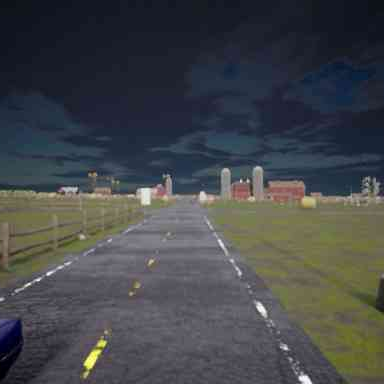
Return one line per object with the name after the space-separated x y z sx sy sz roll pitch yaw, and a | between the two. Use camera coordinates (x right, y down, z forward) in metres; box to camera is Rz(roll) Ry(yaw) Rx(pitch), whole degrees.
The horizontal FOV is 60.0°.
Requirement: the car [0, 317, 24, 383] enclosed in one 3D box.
-2.852 1.620 1.565 1.895 1.301 4.718 0 -1 0 | car

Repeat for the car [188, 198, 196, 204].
-0.010 2.458 90.292 1.812 1.442 4.674 0 -1 0 | car
